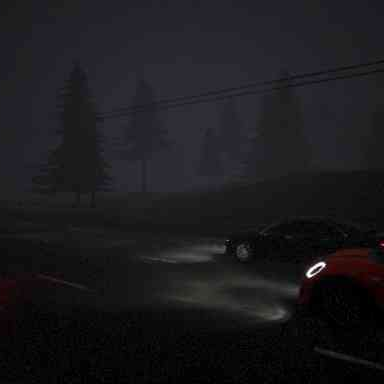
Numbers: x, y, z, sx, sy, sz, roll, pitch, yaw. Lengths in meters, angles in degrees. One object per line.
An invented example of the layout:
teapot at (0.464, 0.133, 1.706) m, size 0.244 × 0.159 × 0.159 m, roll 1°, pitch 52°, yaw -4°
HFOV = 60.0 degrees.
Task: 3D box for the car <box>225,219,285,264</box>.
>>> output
car at (3.329, 1.507, 10.199) m, size 4.892 × 1.490 × 1.837 m, roll 0°, pitch 0°, yaw 36°

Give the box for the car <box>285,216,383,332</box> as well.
car at (4.128, 1.353, 5.326) m, size 4.553 × 1.767 × 2.097 m, roll 0°, pitch 0°, yaw 36°
